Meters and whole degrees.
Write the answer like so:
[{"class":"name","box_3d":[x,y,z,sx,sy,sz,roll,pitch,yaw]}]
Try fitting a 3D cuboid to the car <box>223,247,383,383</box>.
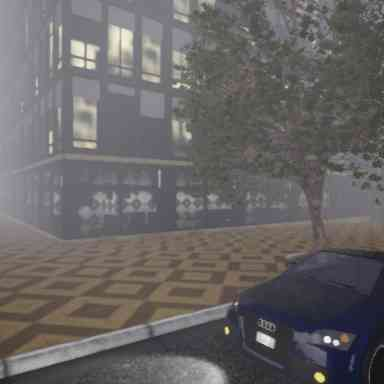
[{"class":"car","box_3d":[2.506,1.618,5.159,4.181,1.385,1.994,1,0,-35]}]
